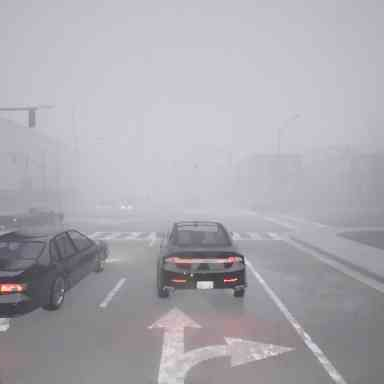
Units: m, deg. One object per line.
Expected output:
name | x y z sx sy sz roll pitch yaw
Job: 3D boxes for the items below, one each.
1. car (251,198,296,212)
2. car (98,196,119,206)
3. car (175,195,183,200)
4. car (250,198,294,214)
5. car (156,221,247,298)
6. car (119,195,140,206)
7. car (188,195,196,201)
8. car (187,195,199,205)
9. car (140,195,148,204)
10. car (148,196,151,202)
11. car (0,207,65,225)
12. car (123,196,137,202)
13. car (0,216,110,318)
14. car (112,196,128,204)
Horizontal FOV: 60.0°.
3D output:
car | 9.461 1.504 39.012 4.892 1.490 1.837 0 0 3
car | -14.084 1.601 55.291 1.895 1.301 4.718 0 0 0
car | -3.511 1.524 89.839 1.812 1.442 4.674 0 0 0
car | 8.220 1.564 35.111 4.181 1.385 1.994 0 0 -3
car | 0.114 1.492 8.517 2.128 1.511 4.902 0 0 -3
car | -10.582 1.491 56.094 2.128 1.511 4.902 0 0 0
car | -0.011 1.478 90.241 1.882 1.535 5.008 0 0 0
car | 0.095 1.352 59.520 2.097 1.767 4.553 0 0 0
car | -10.542 1.352 65.060 2.097 1.767 4.553 0 0 0
car | -10.509 1.525 75.248 2.128 1.511 4.902 0 0 0
car | -9.959 1.601 20.465 1.895 1.301 4.718 0 0 12
car | -14.009 1.540 75.583 2.033 1.411 5.357 0 0 0
car | -3.432 1.547 7.712 2.033 1.411 5.357 0 0 0
car | -14.035 1.547 64.962 2.033 1.411 5.357 0 0 0
